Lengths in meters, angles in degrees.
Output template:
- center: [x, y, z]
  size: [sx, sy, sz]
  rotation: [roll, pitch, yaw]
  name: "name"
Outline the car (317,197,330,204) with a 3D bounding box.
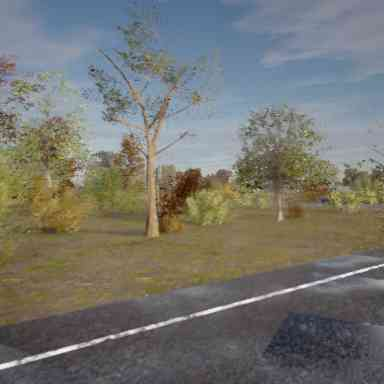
- center: [23.972, 1.311, 57.046]
  size: [1.882, 1.535, 5.008]
  rotation: [0, 0, -37]
  name: "car"
